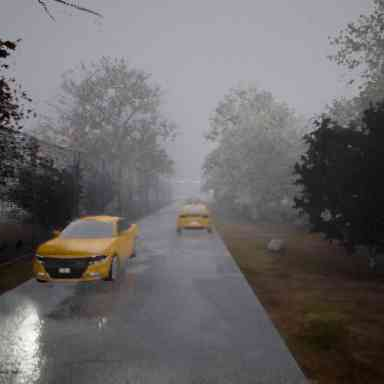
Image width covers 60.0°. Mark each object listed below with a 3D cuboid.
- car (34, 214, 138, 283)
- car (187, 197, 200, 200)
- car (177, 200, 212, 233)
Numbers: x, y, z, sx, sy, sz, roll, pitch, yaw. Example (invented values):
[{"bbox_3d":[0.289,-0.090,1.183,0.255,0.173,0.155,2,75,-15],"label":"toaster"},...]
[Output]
[{"bbox_3d":[-2.834,1.475,9.908,1.882,1.535,5.008,0,0,0],"label":"car"},{"bbox_3d":[0.194,1.340,40.294,2.097,1.767,4.553,0,0,0],"label":"car"},{"bbox_3d":[0.128,1.472,19.804,1.882,1.535,5.008,0,0,0],"label":"car"}]
